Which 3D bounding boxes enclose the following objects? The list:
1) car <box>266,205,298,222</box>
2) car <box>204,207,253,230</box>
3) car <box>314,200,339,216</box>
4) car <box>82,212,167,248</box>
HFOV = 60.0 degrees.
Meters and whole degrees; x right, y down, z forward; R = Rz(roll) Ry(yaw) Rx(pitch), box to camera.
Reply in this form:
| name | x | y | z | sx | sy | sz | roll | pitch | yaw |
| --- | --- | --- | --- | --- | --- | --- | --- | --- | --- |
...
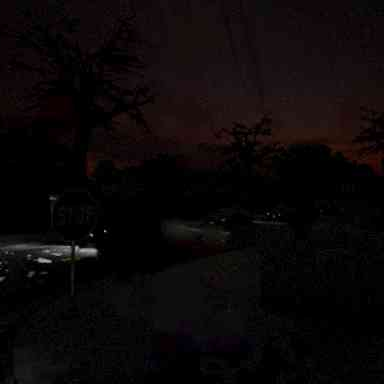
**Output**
| name | x | y | z | sx | sy | sz | roll | pitch | yaw |
| --- | --- | --- | --- | --- | --- | --- | --- | --- | --- |
| car | 8.698 | 1.977 | 31.647 | 1.837 | 1.490 | 4.892 | 1 | 0 | 36 |
| car | 2.705 | 1.799 | 23.474 | 1.812 | 1.442 | 4.674 | 1 | 0 | 36 |
| car | 17.916 | 2.056 | 44.106 | 2.150 | 2.045 | 5.566 | 1 | 0 | 36 |
| car | -3.062 | 1.658 | 15.558 | 1.994 | 1.385 | 4.181 | 1 | 0 | 37 |
